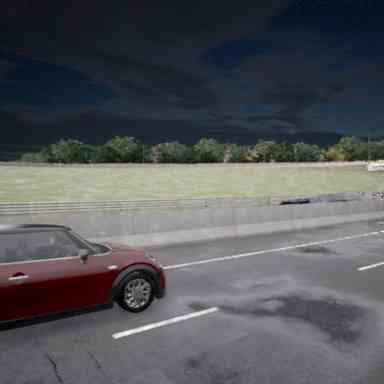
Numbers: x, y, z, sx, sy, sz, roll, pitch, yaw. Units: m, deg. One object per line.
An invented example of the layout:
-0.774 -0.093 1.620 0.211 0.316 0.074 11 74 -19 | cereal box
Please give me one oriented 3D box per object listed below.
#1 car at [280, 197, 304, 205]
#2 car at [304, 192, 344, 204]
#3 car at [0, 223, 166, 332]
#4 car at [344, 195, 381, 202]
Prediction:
12.445 1.202 38.657 4.718 1.301 1.895 -1 1 -35 | car
14.732 0.946 35.987 4.553 1.767 2.097 -1 1 -35 | car
-2.728 1.349 6.101 4.553 1.767 2.097 0 0 -36 | car
17.999 1.094 34.012 4.674 1.442 1.812 -1 1 -35 | car
